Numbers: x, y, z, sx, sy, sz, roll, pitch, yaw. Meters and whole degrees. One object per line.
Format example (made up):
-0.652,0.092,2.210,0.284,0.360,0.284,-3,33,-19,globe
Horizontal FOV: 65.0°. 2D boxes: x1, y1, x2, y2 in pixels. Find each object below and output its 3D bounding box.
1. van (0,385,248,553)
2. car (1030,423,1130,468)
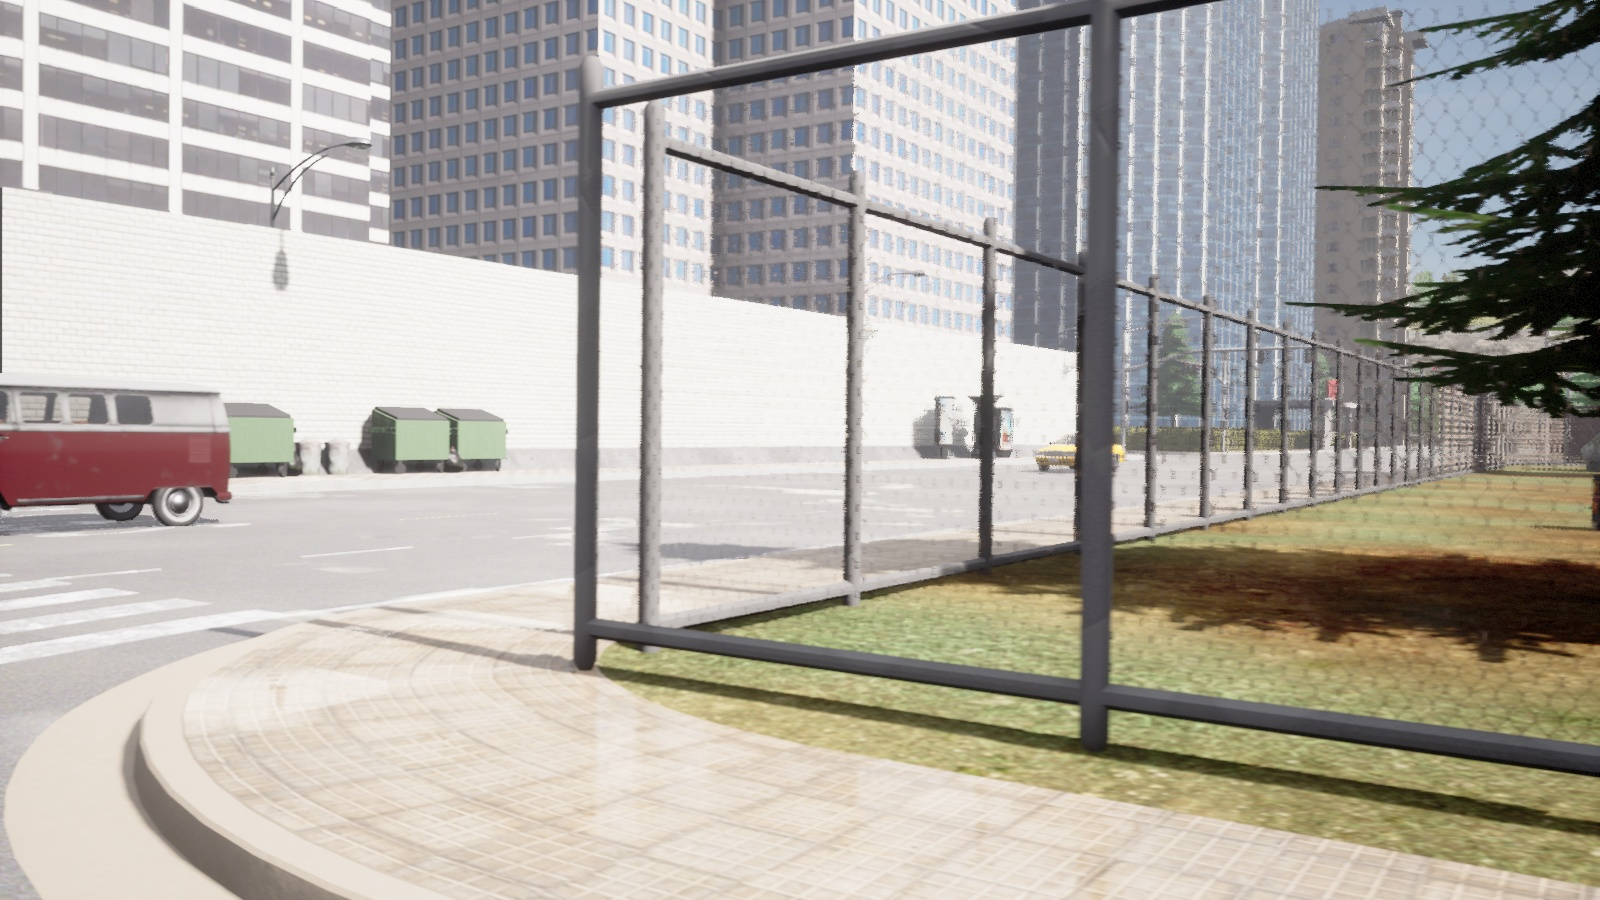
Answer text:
-9.659,0.210,16.116,1.775,1.987,4.442,0,1,33,van
10.450,-0.202,46.514,1.801,1.575,5.366,0,1,33,car
